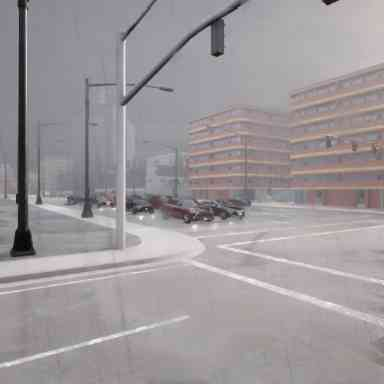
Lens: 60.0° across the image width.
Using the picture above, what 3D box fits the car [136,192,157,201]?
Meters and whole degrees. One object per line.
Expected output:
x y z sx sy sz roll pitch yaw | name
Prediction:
-8.378 0.796 61.283 1.837 1.490 4.892 0 1 -34 | car

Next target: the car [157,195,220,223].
-0.351 1.227 24.425 2.097 1.767 4.553 0 1 -34 | car

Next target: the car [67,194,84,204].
-16.699 0.996 48.459 1.895 1.301 4.718 0 1 -34 | car

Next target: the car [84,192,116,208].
-10.906 1.069 39.911 2.128 1.511 4.902 0 1 -34 | car

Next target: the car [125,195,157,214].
-5.210 1.317 31.554 1.994 1.385 4.181 0 1 -34 | car

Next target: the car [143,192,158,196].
-2.789 1.092 34.216 2.097 1.767 4.553 0 1 -34 | car

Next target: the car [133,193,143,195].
-8.412 1.129 42.466 1.994 1.385 4.181 0 1 -34 | car

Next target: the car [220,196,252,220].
2.214 1.357 26.871 2.128 1.511 4.902 0 1 -35 | car
